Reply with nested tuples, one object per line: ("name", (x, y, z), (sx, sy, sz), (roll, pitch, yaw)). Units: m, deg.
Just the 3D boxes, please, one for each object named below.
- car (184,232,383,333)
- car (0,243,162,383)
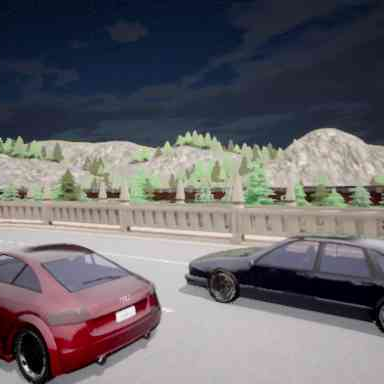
("car", (2.468, 1.517, 6.389), (5.357, 1.411, 2.033), (0, 0, 34))
("car", (-2.543, 1.552, 5.409), (4.181, 1.385, 1.994), (0, 0, 33))
